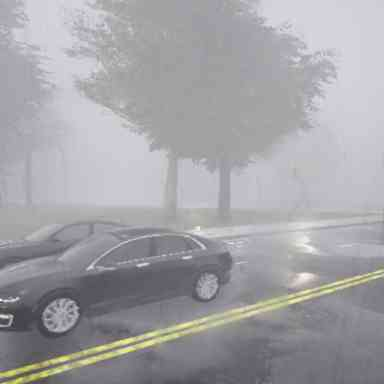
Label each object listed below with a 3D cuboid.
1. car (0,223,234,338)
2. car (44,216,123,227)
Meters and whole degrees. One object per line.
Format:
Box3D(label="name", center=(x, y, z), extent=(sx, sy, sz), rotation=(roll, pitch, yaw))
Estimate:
Box3D(label="car", center=(-1.336, 1.511, 6.712), extent=(4.892, 1.490, 1.837), rotation=(0, 0, -35))
Box3D(label="car", center=(-3.321, 1.483, 9.287), extent=(5.008, 1.535, 1.882), rotation=(-1, 1, -35))
